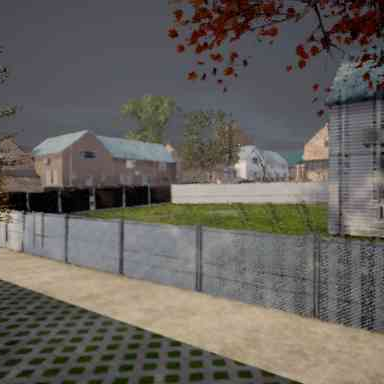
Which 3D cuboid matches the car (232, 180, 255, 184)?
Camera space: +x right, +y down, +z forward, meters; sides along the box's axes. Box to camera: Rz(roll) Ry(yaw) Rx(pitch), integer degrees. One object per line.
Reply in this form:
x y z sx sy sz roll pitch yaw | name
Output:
7.525 -0.954 45.797 1.882 1.535 5.008 1 4 43 | car

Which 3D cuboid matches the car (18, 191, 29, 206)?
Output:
-12.671 0.665 23.988 2.033 1.411 5.357 1 4 43 | car

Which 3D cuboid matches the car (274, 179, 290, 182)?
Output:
14.627 -1.386 53.553 1.895 1.301 4.718 1 4 43 | car

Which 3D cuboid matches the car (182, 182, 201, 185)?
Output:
-0.403 -0.535 41.457 1.882 1.535 5.008 1 4 43 | car
